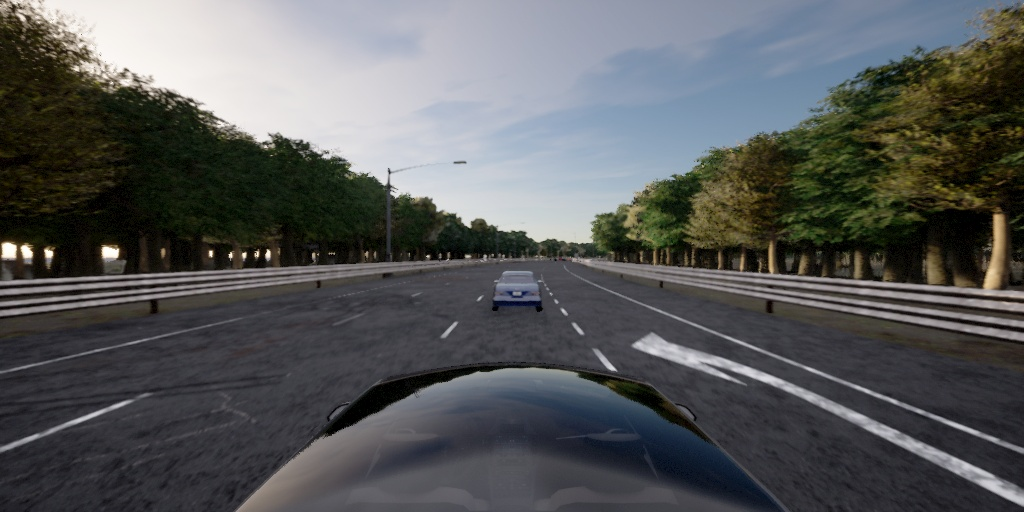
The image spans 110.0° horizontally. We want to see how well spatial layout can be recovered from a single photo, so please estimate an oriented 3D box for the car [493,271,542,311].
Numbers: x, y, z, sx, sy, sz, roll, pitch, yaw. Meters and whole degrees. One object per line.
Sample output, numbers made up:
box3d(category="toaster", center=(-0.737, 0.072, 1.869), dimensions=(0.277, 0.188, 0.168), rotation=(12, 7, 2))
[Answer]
box3d(category="car", center=(0.244, 1.304, 14.550), dimensions=(2.033, 1.411, 5.357), rotation=(0, 0, 2))
